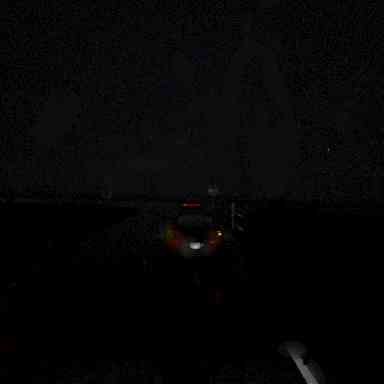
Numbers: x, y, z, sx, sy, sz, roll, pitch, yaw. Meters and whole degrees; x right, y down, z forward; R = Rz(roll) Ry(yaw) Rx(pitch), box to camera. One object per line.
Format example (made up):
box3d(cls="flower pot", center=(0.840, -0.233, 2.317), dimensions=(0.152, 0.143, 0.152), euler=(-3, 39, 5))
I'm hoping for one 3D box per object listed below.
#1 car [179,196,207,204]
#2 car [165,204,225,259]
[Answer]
box3d(cls="car", center=(0.064, 1.091, 25.785), dimensions=(1.837, 1.490, 4.892), euler=(0, 0, -1))
box3d(cls="car", center=(0.097, 1.337, 11.652), dimensions=(1.812, 1.442, 4.674), euler=(0, 0, 0))
